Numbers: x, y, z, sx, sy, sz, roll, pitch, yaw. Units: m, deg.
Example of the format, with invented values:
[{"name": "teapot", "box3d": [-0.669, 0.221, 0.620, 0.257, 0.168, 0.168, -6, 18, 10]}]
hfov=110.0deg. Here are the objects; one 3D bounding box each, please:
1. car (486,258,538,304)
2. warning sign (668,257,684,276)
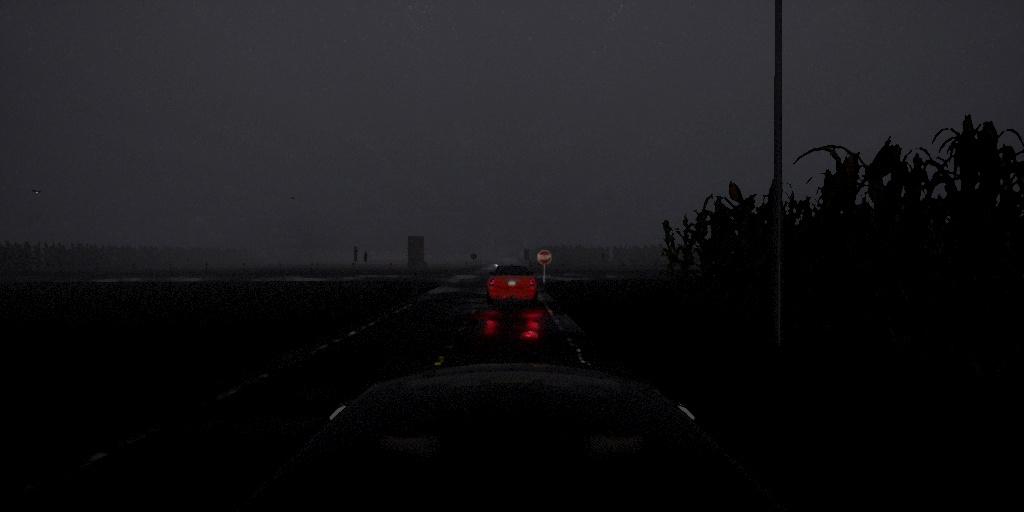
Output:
[{"name": "car", "box3d": [0.000, 1.110, 16.471, 2.097, 1.767, 4.553, 0, 0, 0]}, {"name": "warning sign", "box3d": [14.063, 0.864, 31.213, 1.060, 1.860, 1.300, 0, 0, -6]}]
